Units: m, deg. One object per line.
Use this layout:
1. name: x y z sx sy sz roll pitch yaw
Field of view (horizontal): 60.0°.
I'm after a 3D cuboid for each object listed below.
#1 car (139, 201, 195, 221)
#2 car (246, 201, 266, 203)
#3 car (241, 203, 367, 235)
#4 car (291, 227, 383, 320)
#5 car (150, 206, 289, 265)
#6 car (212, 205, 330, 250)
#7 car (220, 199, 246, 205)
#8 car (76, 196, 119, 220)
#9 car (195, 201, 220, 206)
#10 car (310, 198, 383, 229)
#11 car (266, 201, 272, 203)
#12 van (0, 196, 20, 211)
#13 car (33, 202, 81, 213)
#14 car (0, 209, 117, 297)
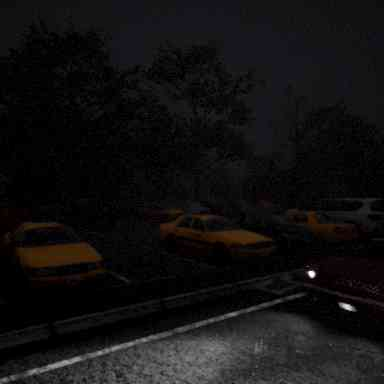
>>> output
1. car: -2.313 1.539 26.199 1.946 1.575 5.366 0 0 -35
2. car: 4.249 1.457 31.098 2.185 1.767 4.553 0 0 -35
3. car: 5.003 1.543 15.807 1.946 1.575 5.366 0 0 -35
4. car: 4.367 1.595 6.808 4.718 1.301 1.895 0 0 -36
5. car: 0.682 1.516 12.301 1.946 1.575 5.366 0 0 -35
6. car: 2.839 1.534 14.059 2.231 1.521 4.892 0 0 -35
7. car: 2.123 1.599 29.522 2.163 1.488 4.792 0 0 -35
8. car: -6.960 1.263 23.179 2.435 2.045 5.566 0 0 -35
9. car: -0.155 1.596 27.946 2.002 1.452 4.674 0 0 -35
10. car: 7.363 1.309 17.281 2.435 2.045 5.566 0 0 -35
11. car: 6.534 1.596 32.667 2.097 1.535 5.008 0 0 -35
12. van: -11.637 1.262 19.984 1.878 1.987 4.442 0 0 -35
13. car: -9.190 1.530 21.534 2.163 1.488 4.792 0 0 -35
14. car: -3.952 1.490 9.029 1.946 1.575 5.366 0 0 -35
